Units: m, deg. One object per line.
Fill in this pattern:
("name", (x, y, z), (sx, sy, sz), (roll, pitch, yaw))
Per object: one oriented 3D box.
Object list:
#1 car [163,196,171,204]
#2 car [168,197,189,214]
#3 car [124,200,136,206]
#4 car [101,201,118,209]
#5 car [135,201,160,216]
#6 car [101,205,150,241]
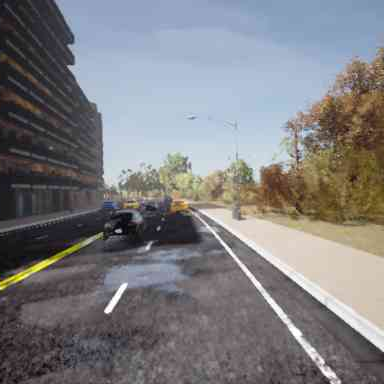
("car", (-5.505, 1.771, 76.716), (2.097, 1.767, 4.553), (-2, 0, -8))
("car", (-1.447, 1.656, 38.444), (1.882, 1.535, 5.008), (-2, 0, -4))
("car", (-9.019, 1.936, 49.773), (1.882, 1.535, 5.008), (-2, 0, -5))
("car", (-12.248, 2.040, 49.403), (1.882, 1.535, 5.008), (-2, 0, -5))
("car", (-4.536, 1.764, 36.033), (2.128, 1.511, 4.902), (-2, 0, -4))
("car", (-3.577, 1.705, 18.071), (1.812, 1.442, 4.674), (-2, 0, -2))
